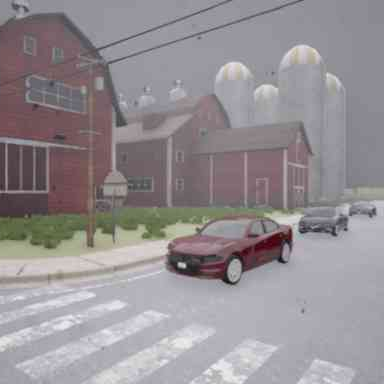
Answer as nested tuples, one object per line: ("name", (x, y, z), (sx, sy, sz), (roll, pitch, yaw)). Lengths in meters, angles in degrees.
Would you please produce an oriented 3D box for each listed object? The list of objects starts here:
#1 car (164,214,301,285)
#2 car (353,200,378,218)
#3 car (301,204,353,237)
("car", (1.305, 1.455, 9.804), (1.882, 1.535, 5.008), (0, 0, 38))
("car", (15.495, 1.502, 30.184), (1.812, 1.442, 4.674), (0, 0, 34))
("car", (7.277, 1.481, 18.236), (1.837, 1.490, 4.892), (0, 0, 35))
